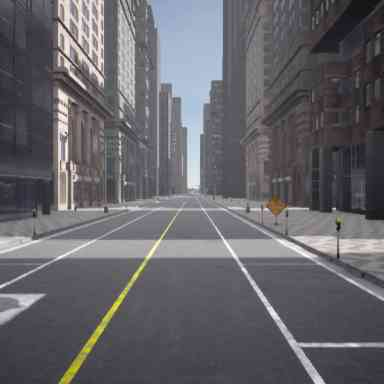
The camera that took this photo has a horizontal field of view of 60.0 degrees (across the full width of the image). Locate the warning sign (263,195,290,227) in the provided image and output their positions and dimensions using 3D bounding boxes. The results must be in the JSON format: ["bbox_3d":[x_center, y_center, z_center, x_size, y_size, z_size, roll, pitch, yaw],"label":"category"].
[{"bbox_3d":[5.071,1.111,20.015,1.300,1.860,1.060,0,0,0],"label":"warning sign"}]
